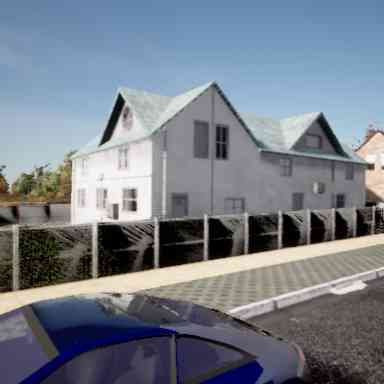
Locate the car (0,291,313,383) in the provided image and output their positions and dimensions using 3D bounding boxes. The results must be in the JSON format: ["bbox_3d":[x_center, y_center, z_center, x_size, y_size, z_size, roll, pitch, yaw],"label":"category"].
[{"bbox_3d":[-0.985,1.566,2.363,4.181,1.385,1.994,0,0,-35],"label":"car"}]
